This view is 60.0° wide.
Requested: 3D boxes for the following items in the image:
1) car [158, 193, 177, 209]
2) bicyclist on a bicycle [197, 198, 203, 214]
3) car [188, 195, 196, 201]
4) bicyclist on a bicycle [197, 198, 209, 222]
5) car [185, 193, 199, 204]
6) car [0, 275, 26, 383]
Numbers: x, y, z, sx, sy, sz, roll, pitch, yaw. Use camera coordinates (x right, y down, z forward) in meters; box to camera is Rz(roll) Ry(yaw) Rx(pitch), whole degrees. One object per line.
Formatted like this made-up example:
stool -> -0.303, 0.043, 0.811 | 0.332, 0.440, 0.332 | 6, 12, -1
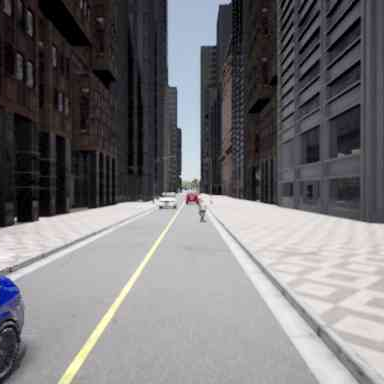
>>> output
car -> -3.103, 1.132, 43.175 | 2.150, 2.045, 5.566 | 0, 0, 0
bicyclist on a bicycle -> 0.816, 1.383, 33.531 | 0.582, 1.620, 1.656 | 0, 0, 0
car -> -0.025, 1.428, 75.970 | 1.895, 1.301, 4.718 | 0, 0, 0
bicyclist on a bicycle -> 0.814, 1.385, 24.769 | 0.866, 1.612, 1.509 | 0, 0, 0
car -> 0.000, 1.099, 58.555 | 2.150, 2.045, 5.566 | 0, 0, 1
car -> -3.101, 1.520, 2.642 | 1.812, 1.442, 4.674 | 0, 0, 0
